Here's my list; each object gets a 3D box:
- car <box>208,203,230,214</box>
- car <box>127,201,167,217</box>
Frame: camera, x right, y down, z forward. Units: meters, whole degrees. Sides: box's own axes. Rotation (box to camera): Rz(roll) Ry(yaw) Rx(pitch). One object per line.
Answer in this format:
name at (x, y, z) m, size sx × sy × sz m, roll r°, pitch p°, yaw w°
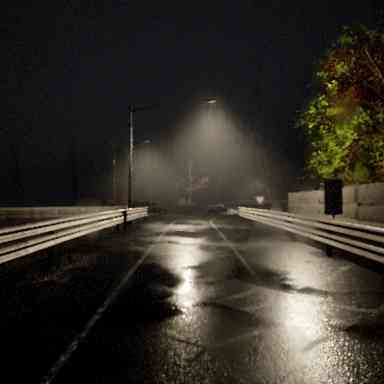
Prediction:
car at (4.273, 2.896, 55.077) m, size 1.994 × 1.385 × 4.181 m, roll -1°, pitch -2°, yaw 31°
car at (-5.573, 2.139, 41.483) m, size 2.150 × 2.045 × 5.566 m, roll -1°, pitch -2°, yaw 40°
